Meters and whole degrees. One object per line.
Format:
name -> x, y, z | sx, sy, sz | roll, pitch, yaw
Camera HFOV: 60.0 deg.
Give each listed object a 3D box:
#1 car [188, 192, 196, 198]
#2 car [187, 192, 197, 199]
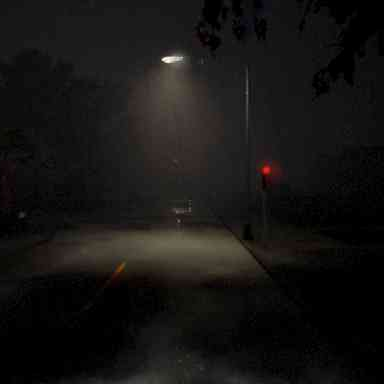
car -> -0.004, 0.656, 80.882 | 1.895, 1.301, 4.718 | 0, 1, 0
car -> -0.003, 0.841, 70.850 | 1.812, 1.442, 4.674 | 0, 1, 0
